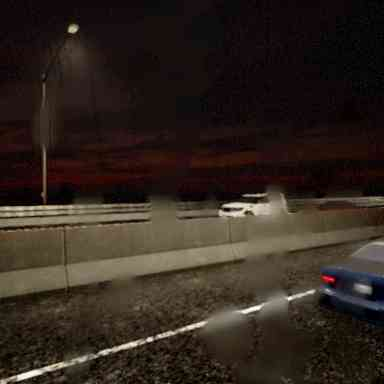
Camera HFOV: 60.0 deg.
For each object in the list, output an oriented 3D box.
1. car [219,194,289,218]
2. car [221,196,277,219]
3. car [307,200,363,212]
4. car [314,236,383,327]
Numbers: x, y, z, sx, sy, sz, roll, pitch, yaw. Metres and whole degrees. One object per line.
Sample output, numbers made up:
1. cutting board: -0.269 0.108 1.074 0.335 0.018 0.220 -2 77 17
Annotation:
1. car: 4.535 1.140 23.862 5.566 2.045 2.150 0 0 -35
2. car: 4.918 1.256 28.424 4.553 1.767 2.097 0 0 -35
3. car: 10.178 1.379 23.573 5.008 1.535 1.882 0 0 -35
4. car: 4.654 1.515 6.534 5.357 1.411 2.033 0 0 -35
